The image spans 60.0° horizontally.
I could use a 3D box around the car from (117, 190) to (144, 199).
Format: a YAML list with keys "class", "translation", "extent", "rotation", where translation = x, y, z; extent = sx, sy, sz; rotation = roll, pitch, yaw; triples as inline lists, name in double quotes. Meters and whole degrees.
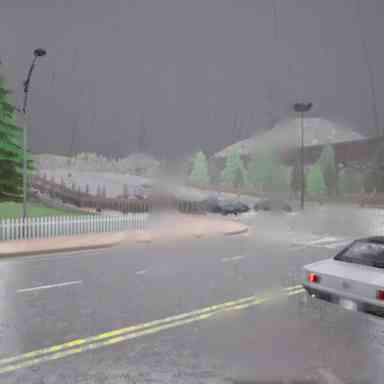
- class: "car"
  translation: [-9.428, 0.877, 48.907]
  extent: [1.837, 1.490, 4.892]
  rotation: [0, 4, -36]

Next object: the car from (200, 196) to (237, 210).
- class: "car"
  translation: [3.391, 1.386, 43.270]
  extent: [1.882, 1.535, 5.008]
  rotation: [0, 1, -36]

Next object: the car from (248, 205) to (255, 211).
- class: "car"
  translation: [4.297, 1.523, 36.148]
  extent: [1.994, 1.385, 4.181]
  rotation: [0, 0, -36]

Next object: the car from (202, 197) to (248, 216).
- class: "car"
  translation: [2.618, 1.515, 32.526]
  extent: [2.033, 1.411, 5.357]
  rotation: [0, 0, -36]

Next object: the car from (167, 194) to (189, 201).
- class: "car"
  translation: [-1.600, 1.380, 44.147]
  extent: [1.994, 1.385, 4.181]
  rotation: [0, 2, -36]

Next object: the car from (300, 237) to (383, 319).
- class: "car"
  translation: [4.434, 1.591, 6.810]
  extent: [4.718, 1.301, 1.895]
  rotation: [0, 0, -35]

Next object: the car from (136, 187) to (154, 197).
- class: "car"
  translation: [-7.521, 0.604, 52.234]
  extent: [2.097, 1.767, 4.553]
  rotation: [0, 5, -36]

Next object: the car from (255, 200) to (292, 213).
- class: "car"
  translation: [8.714, 1.520, 36.059]
  extent: [1.994, 1.385, 4.181]
  rotation: [0, 0, -36]

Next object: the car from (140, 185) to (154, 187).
- class: "car"
  translation: [-8.633, 0.132, 59.774]
  extent: [1.837, 1.490, 4.892]
  rotation: [0, 6, -36]

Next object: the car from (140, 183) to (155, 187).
- class: "car"
  translation: [-9.873, -1.285, 73.404]
  extent: [2.128, 1.511, 4.902]
  rotation: [0, 7, -36]

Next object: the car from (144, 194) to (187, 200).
- class: "car"
  translation: [-3.348, 1.423, 40.615]
  extent: [2.033, 1.411, 5.357]
  rotation: [0, 2, -36]
